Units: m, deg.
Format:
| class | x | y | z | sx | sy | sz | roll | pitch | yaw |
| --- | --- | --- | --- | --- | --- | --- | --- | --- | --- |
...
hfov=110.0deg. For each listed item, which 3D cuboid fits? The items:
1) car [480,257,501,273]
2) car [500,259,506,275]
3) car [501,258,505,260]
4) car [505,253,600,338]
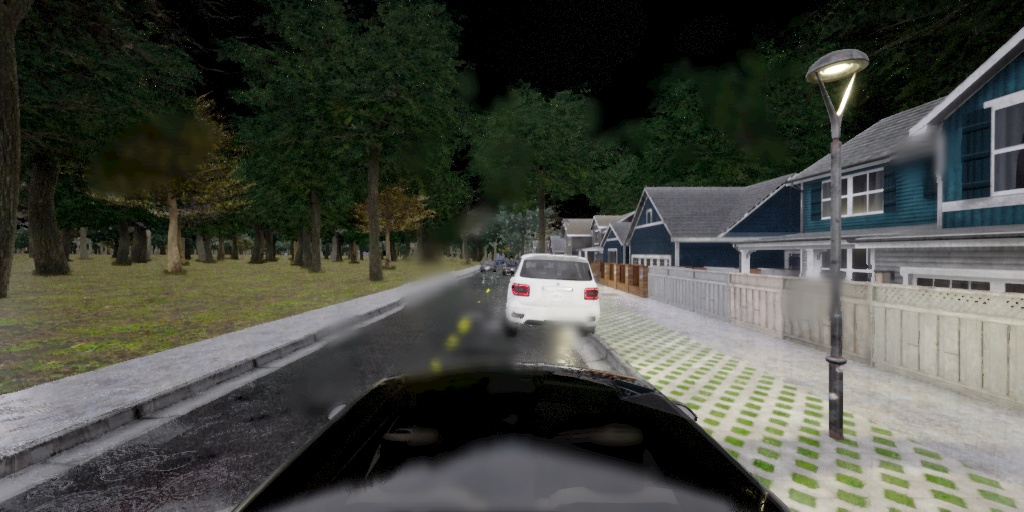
| class | x | y | z | sx | sy | sz | roll | pitch | yaw |
| --- | --- | --- | --- | --- | --- | --- | --- | --- | --- |
| car | -2.868 | 1.268 | 43.783 | 2.128 | 1.511 | 4.902 | 0 | 0 | 0 |
| car | 0.014 | 1.340 | 38.462 | 1.994 | 1.385 | 4.181 | 0 | 0 | 1 |
| car | -0.118 | 1.341 | 48.209 | 1.994 | 1.385 | 4.181 | 0 | 0 | 2 |
| car | 0.962 | 1.011 | 10.362 | 2.150 | 2.045 | 5.566 | 3 | -1 | 0 |
